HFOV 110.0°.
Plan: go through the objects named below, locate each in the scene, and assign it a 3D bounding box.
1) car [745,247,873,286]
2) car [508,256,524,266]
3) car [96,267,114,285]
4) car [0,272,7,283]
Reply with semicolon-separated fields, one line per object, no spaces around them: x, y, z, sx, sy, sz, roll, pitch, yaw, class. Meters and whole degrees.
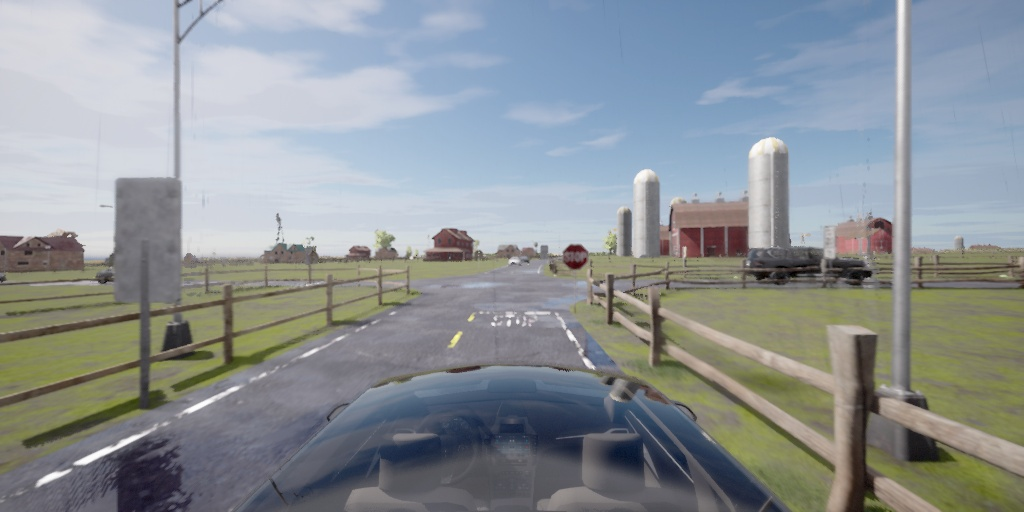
15.867;0.519;19.557;5.566;2.045;2.150;-1;-1;13;car
0.477;0.895;57.626;1.812;1.442;4.674;0;0;7;car
-32.787;1.619;30.553;4.902;1.511;2.128;-1;-1;13;car
-52.090;1.961;35.046;4.902;1.511;2.128;-1;-1;13;car
